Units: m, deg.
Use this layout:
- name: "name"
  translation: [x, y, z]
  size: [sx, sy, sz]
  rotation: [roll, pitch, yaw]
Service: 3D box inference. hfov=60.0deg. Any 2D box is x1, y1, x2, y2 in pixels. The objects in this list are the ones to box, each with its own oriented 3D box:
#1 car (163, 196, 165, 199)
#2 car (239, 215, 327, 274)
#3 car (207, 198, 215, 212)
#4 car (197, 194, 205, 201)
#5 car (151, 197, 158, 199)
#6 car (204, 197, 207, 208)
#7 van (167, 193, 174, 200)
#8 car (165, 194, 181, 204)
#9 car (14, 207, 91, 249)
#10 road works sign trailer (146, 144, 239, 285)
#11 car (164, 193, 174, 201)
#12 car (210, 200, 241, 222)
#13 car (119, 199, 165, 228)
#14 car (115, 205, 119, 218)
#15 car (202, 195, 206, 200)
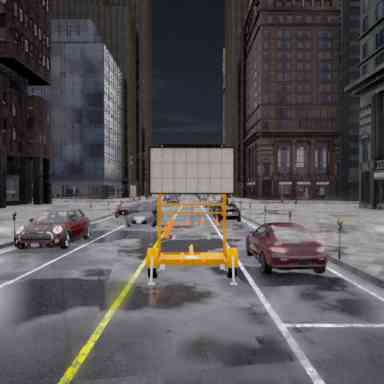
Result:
- name: "car"
  translation: [-5.834, 1.512, 51.878]
  size: [1.947, 1.339, 4.313]
  rotation: [-1, 0, 0]
- name: "car"
  translation: [2.740, 1.578, 10.264]
  size: [1.802, 1.307, 4.206]
  rotation: [-1, 0, 0]
- name: "car"
  translation: [2.716, 1.547, 31.076]
  size: [1.947, 1.339, 4.313]
  rotation: [-1, 0, 0]
- name: "car"
  translation: [2.660, 1.396, 79.037]
  size: [1.752, 1.417, 4.829]
  rotation: [-1, 0, 0]
- name: "car"
  translation: [-5.828, 1.509, 46.499]
  size: [2.008, 1.369, 4.403]
  rotation: [-1, 0, 0]
- name: "car"
  translation: [2.709, 1.526, 36.278]
  size: [2.008, 1.369, 4.403]
  rotation: [-1, 0, 0]
- name: "van"
  translation: [-5.880, 1.170, 90.208]
  size: [1.690, 1.788, 3.998]
  rotation: [-1, 0, 0]
- name: "car"
  translation: [-3.067, 1.503, 55.093]
  size: [1.994, 1.385, 4.181]
  rotation: [0, 0, 0]
- name: "car"
  translation: [-5.792, 1.434, 14.231]
  size: [1.967, 1.590, 4.097]
  rotation: [-1, 0, 0]
- name: "road works sign trailer"
  translation: [-0.001, 0.461, 9.446]
  size: [2.380, 3.560, 2.880]
  rotation: [0, 0, -1]
- name: "car"
  translation: [-5.874, 1.166, 84.528]
  size: [2.192, 1.841, 5.009]
  rotation: [-1, 0, 0]
- name: "car"
  translation: [2.722, 1.553, 25.872]
  size: [1.947, 1.339, 4.313]
  rotation: [-1, 0, 0]
- name: "car"
  translation: [-3.127, 1.481, 22.121]
  size: [2.128, 1.511, 4.902]
  rotation: [0, 0, 0]
- name: "car"
  translation: [-5.809, 1.527, 30.366]
  size: [1.887, 1.381, 4.507]
  rotation: [-1, 0, 0]
- name: "car"
  translation: [2.697, 1.482, 46.853]
  size: [1.752, 1.417, 4.829]
  rotation: [-1, 0, 0]
